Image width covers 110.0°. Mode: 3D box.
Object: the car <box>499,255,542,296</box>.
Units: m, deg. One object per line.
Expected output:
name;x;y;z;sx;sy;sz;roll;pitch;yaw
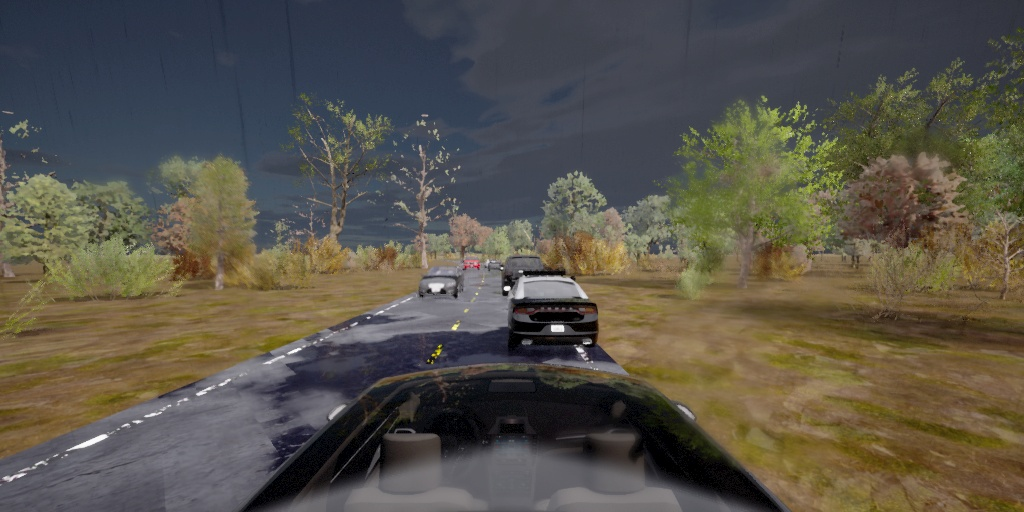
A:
car;0.531;0.972;19.363;2.150;2.045;5.566;0;0;-2

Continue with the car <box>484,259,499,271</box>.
car;-2.314;1.240;48.050;2.128;1.511;4.902;0;0;-5

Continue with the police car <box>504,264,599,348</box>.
police car;0.820;1.174;9.399;1.930;1.638;5.238;0;0;-1

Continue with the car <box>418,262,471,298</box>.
car;-3.466;1.240;18.342;2.128;1.511;4.902;0;0;-2

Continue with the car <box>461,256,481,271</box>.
car;-5.624;0.973;50.376;2.150;2.045;5.566;0;0;-6
